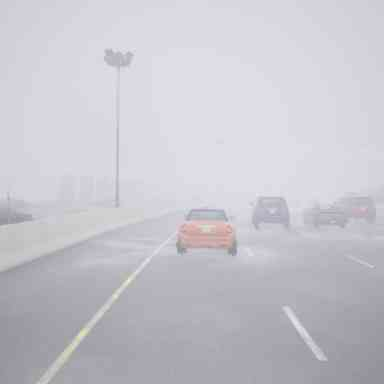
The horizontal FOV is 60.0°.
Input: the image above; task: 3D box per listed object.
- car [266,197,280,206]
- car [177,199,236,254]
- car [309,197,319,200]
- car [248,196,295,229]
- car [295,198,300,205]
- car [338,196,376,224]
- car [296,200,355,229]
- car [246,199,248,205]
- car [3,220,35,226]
[{"bbox_3d":[14.676,1.648,60.244,1.837,1.490,4.892,0,0,21],"label":"car"},{"bbox_3d":[0.677,1.358,13.703,2.097,1.767,4.553,1,0,5],"label":"car"},{"bbox_3d":[21.555,1.702,58.589,2.128,1.511,4.902,0,0,21],"label":"car"},{"bbox_3d":[5.127,1.270,22.257,2.150,2.045,5.566,0,0,8],"label":"car"},{"bbox_3d":[18.262,1.742,59.523,1.994,1.385,4.181,1,0,21],"label":"car"},{"bbox_3d":[12.828,1.348,26.732,2.150,2.045,5.566,0,0,10],"label":"car"},{"bbox_3d":[8.711,1.576,22.216,2.128,1.511,4.902,0,0,7],"label":"car"},{"bbox_3d":[11.102,1.634,60.843,1.812,1.442,4.674,0,0,20],"label":"car"},{"bbox_3d":[-9.851,1.451,16.155,2.033,1.411,5.357,1,0,5],"label":"car"}]
